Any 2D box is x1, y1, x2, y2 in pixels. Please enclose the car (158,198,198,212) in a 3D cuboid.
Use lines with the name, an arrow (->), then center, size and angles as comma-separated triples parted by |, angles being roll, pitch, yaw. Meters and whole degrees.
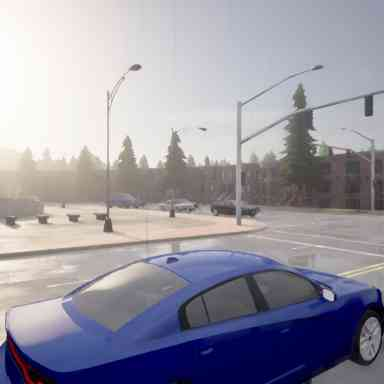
car -> -1.827, 1.601, 38.048 | 1.895, 1.301, 4.718 | 0, 0, -39

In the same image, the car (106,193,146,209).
car -> -9.472, 1.221, 45.603 | 5.566, 2.045, 2.150 | 0, 0, 36

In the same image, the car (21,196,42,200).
car -> -29.909, 1.505, 60.665 | 4.892, 1.490, 1.837 | 0, 0, 5

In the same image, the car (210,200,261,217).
car -> 3.772, 1.478, 30.569 | 1.882, 1.535, 5.008 | 0, 0, -36

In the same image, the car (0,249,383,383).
car -> 0.462, 1.478, 4.126 | 5.008, 1.535, 1.882 | 0, 0, -35

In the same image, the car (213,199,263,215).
car -> 4.734, 1.547, 35.216 | 2.033, 1.411, 5.357 | 0, 0, -36

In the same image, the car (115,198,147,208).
car -> -9.102, 1.601, 49.599 | 4.718, 1.301, 1.895 | 0, 0, 34
